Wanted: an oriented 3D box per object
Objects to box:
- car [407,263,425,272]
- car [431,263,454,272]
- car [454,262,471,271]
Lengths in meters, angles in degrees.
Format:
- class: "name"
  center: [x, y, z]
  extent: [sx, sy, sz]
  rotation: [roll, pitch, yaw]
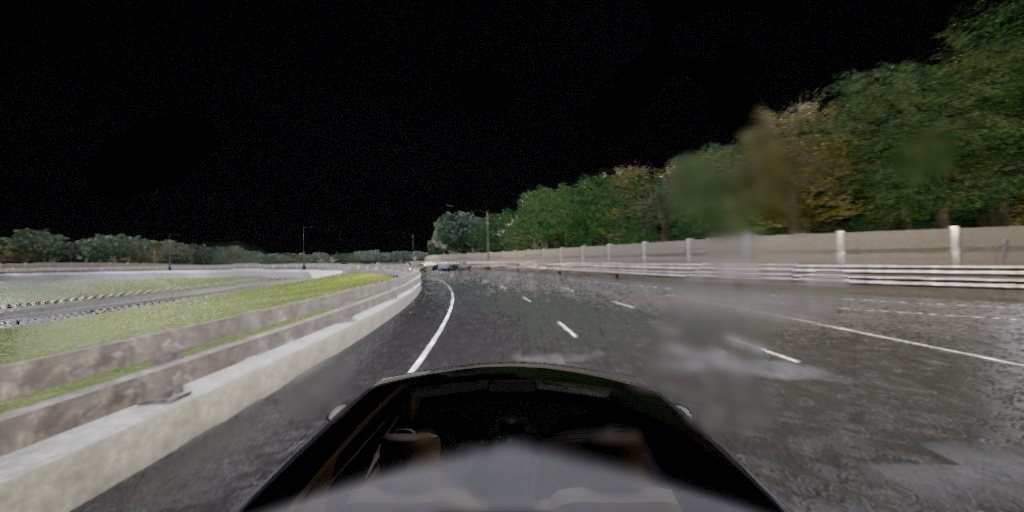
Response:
- class: "car"
  center: [-14.848, 1.774, 55.345]
  extent: [2.128, 1.511, 4.902]
  rotation: [-1, 0, -31]
- class: "car"
  center: [-11.125, 1.787, 55.895]
  extent: [1.994, 1.385, 4.181]
  rotation: [-1, 0, -30]
- class: "car"
  center: [-8.333, 1.680, 58.031]
  extent: [2.128, 1.511, 4.902]
  rotation: [-1, 0, -30]
